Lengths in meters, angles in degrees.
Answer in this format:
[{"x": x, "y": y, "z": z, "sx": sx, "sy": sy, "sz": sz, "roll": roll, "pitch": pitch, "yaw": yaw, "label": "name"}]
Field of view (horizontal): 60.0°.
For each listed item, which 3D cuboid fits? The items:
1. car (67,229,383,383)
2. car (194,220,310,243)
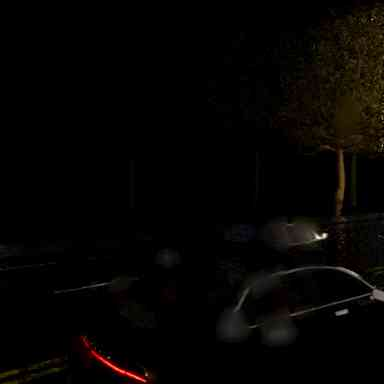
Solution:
[{"x": 1.033, "y": 1.484, "z": 4.176, "sx": 4.892, "sy": 1.490, "sz": 1.837, "roll": 0, "pitch": 0, "yaw": -36, "label": "car"}, {"x": 1.869, "y": 1.505, "z": 8.996, "sx": 5.357, "sy": 1.411, "sz": 2.033, "roll": 0, "pitch": 0, "yaw": -35, "label": "car"}]
